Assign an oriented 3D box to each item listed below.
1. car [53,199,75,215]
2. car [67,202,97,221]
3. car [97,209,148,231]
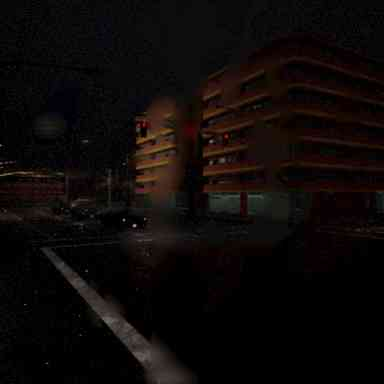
[{"bbox_3d":[-15.577,1.983,40.230,1.837,1.490,4.892,0,-1,-32],"label":"car"},{"bbox_3d":[-10.182,1.897,31.667,1.812,1.442,4.674,0,-1,-32],"label":"car"},{"bbox_3d":[-4.828,1.865,23.181,1.895,1.301,4.718,0,-1,-32],"label":"car"}]
